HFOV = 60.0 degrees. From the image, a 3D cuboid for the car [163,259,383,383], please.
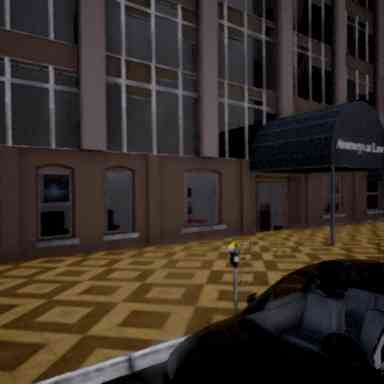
[{"bbox_3d":[1.756,1.540,3.690,4.313,1.339,1.947,0,0,-35],"label":"car"}]
